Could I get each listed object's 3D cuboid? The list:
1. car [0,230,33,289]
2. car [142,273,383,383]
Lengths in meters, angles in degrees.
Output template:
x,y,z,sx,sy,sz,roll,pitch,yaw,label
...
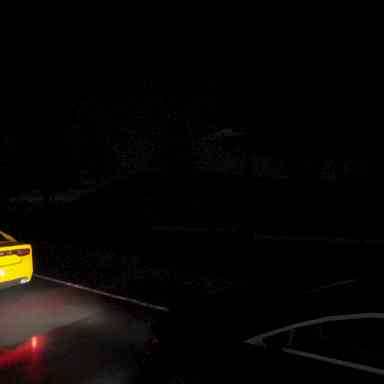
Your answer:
x,y,z,sx,sy,sz,roll,pitch,yaw,label
-5.867,1.468,8.023,5.008,1.535,1.882,0,0,35,car
1.732,1.492,2.772,4.902,1.511,2.128,0,0,35,car
